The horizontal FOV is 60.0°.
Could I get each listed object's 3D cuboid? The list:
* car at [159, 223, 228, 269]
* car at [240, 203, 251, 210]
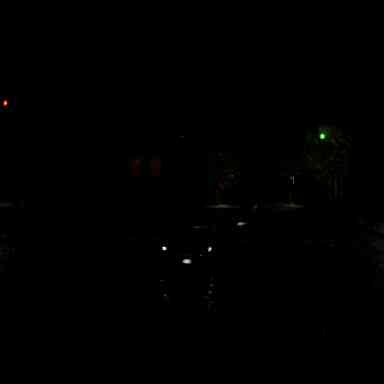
[{"bbox_3d":[0.235,1.888,12.492,1.895,1.301,4.718,0,-1,11],"label":"car"},{"bbox_3d":[9.985,2.647,61.588,1.994,1.385,4.181,-1,-1,11],"label":"car"}]
